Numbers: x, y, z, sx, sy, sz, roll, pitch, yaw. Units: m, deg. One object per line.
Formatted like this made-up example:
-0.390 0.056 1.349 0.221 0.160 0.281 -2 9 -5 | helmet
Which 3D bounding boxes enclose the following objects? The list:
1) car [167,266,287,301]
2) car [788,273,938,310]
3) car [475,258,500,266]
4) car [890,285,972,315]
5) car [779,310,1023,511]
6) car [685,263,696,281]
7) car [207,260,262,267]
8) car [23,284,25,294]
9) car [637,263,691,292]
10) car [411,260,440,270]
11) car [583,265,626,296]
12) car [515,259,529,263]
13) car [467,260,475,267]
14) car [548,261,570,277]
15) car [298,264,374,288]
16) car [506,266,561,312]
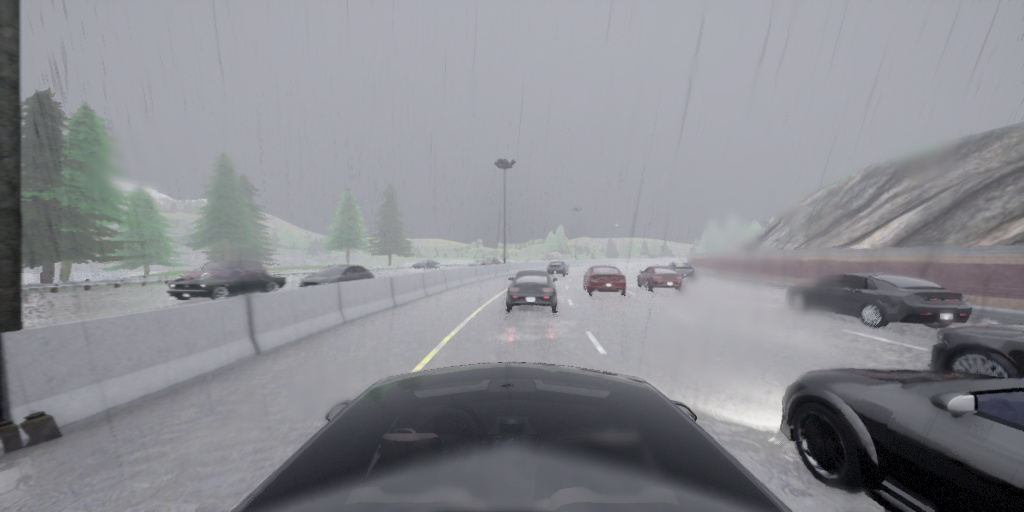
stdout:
-13.175 1.312 16.957 1.895 1.301 4.718 0 0 6 | car
11.101 1.288 11.399 1.837 1.490 4.892 0 0 4 | car
-3.546 1.094 56.840 2.097 1.767 4.553 0 0 21 | car
7.207 1.263 3.357 2.128 1.511 4.902 0 0 1 | car
3.697 1.325 1.896 1.994 1.385 4.181 0 0 0 | car
14.030 1.285 30.254 2.128 1.511 4.902 0 0 13 | car
-16.265 1.054 20.434 2.097 1.767 4.553 0 0 8 | car
-20.575 1.181 12.250 2.128 1.511 4.902 0 0 4 | car
8.751 1.303 21.383 1.812 1.442 4.674 0 0 8 | car
-12.547 1.262 52.637 2.033 1.411 5.357 0 0 19 | car
4.980 1.243 19.687 1.882 1.535 5.008 0 0 8 | car
1.746 1.283 60.609 1.812 1.442 4.674 0 0 23 | car
-5.787 1.336 60.730 1.895 1.301 4.718 0 0 22 | car
4.623 1.270 35.920 1.837 1.490 4.892 0 0 14 | car
-9.349 1.228 19.505 1.837 1.490 4.892 0 0 8 | car
0.820 1.278 14.173 1.812 1.442 4.674 0 0 5 | car
